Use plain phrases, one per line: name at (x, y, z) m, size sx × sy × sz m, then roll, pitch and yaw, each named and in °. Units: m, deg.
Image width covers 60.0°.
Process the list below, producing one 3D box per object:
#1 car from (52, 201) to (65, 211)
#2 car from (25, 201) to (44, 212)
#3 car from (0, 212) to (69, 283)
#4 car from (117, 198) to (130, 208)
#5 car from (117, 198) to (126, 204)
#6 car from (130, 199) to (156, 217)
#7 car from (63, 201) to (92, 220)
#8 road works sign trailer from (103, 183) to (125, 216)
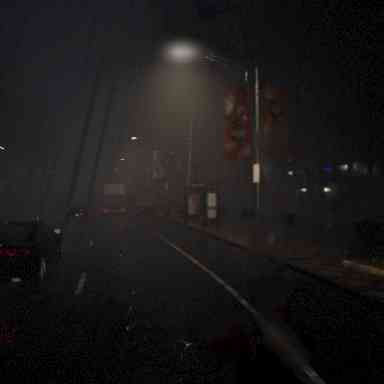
car at (-19.012, 1.983, 48.289) m, size 1.812 × 1.442 × 4.674 m, roll 0°, pitch 0°, yaw -15°
car at (-22.494, 2.001, 47.767) m, size 1.812 × 1.442 × 4.674 m, roll 0°, pitch 0°, yaw -15°
car at (-5.073, 1.578, 9.768) m, size 1.882 × 1.535 × 5.008 m, roll 0°, pitch 0°, yaw -12°
car at (-12.586, 1.880, 63.582) m, size 2.185 × 1.767 × 4.553 m, roll 0°, pitch 0°, yaw -15°
car at (-17.980, 2.222, 84.838) m, size 2.161 × 1.482 × 4.786 m, roll 0°, pitch 0°, yaw -15°
car at (-4.972, 1.760, 35.211) m, size 2.231 × 1.521 × 4.892 m, roll 0°, pitch 0°, yaw -15°
car at (-10.637, 1.791, 31.288) m, size 1.837 × 1.490 × 4.892 m, roll 0°, pitch 0°, yaw -15°
road works sign trailer at (-8.647, 0.779, 36.979) m, size 2.380 × 3.560 × 2.880 m, roll 0°, pitch 0°, yaw -15°
